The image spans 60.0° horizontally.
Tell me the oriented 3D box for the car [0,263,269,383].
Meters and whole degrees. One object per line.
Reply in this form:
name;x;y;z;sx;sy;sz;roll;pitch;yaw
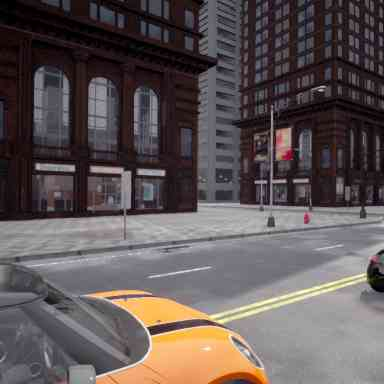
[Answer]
car;-1.525;1.352;2.351;4.553;1.767;2.097;0;0;-36

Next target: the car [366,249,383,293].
car;5.903;1.576;7.670;4.181;1.385;1.994;0;0;-35
